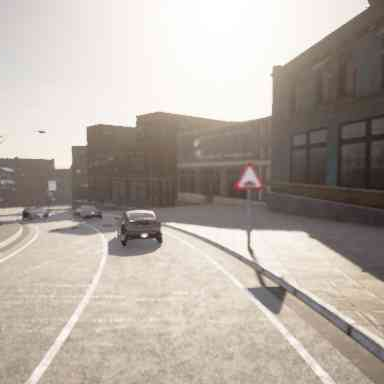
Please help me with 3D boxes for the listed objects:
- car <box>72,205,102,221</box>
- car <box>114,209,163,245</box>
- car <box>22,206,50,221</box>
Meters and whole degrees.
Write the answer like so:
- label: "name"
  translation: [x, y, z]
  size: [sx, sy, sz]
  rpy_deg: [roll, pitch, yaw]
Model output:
- label: "car"
  translation: [-10.439, 1.997, 32.923]
  size: [1.994, 1.385, 4.181]
  rpy_deg: [-3, 0, -34]
- label: "car"
  translation: [-2.668, 1.613, 16.372]
  size: [1.837, 1.490, 4.892]
  rpy_deg: [-1, 0, -16]
- label: "car"
  translation: [-16.696, 2.239, 35.420]
  size: [2.128, 1.511, 4.902]
  rpy_deg: [-3, 0, -38]
